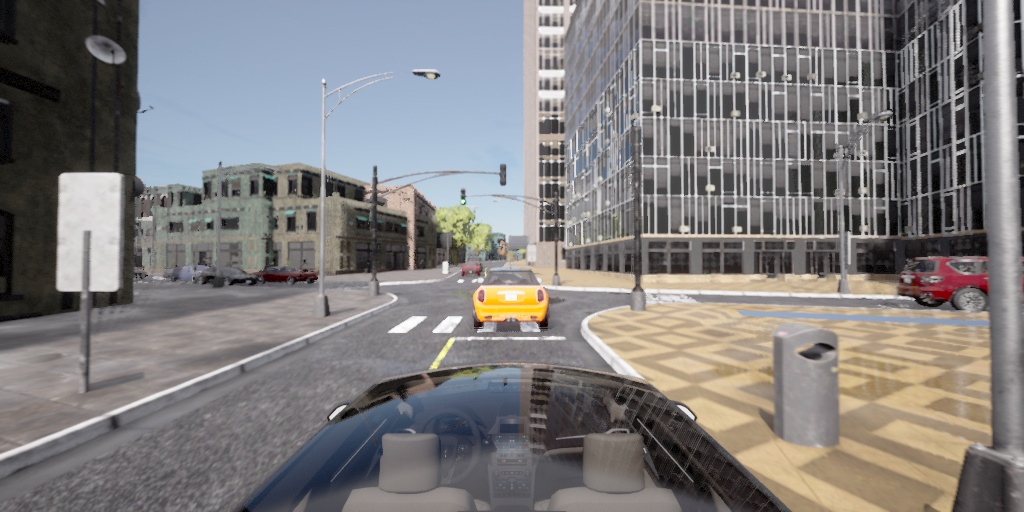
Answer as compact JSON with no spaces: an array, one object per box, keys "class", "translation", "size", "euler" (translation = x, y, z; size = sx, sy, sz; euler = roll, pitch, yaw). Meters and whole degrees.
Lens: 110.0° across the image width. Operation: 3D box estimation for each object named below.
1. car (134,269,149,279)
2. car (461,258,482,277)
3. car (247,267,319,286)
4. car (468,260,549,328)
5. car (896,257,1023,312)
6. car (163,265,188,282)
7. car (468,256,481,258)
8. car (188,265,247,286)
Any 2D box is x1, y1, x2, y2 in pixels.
[{"class":"car","translation":[-36.363,1.484,33.326],"size":[5.357,1.411,2.033],"euler":[0,-1,20]},{"class":"car","translation":[-4.245,1.306,37.571],"size":[1.882,1.535,5.008],"euler":[0,0,-4]},{"class":"car","translation":[-16.599,1.441,26.303],"size":[4.718,1.301,1.895],"euler":[0,-1,19]},{"class":"car","translation":[-0.068,1.123,11.600],"size":[2.097,1.767,4.553],"euler":[0,0,-1]},{"class":"car","translation":[16.271,0.939,11.886],"size":[5.009,1.841,2.192],"euler":[0,0,20]},{"class":"car","translation":[-26.357,1.435,29.761],"size":[5.357,1.411,2.033],"euler":[0,-1,19]},{"class":"car","translation":[-4.945,1.072,47.505],"size":[2.150,2.045,5.566],"euler":[0,0,-4]},{"class":"car","translation":[-19.714,1.372,24.779],"size":[4.313,1.339,1.948],"euler":[0,0,20]}]
